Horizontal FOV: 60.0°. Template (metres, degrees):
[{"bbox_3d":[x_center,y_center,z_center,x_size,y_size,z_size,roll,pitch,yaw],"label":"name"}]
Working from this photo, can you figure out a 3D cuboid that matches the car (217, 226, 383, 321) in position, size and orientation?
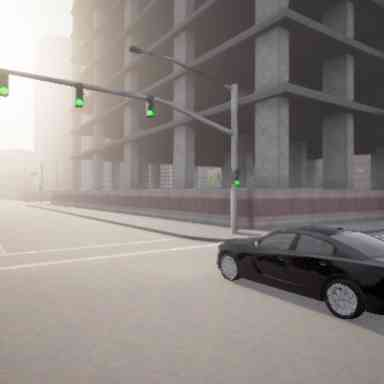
[{"bbox_3d":[2.598,1.504,7.581,1.882,1.535,5.008,0,0,-35],"label":"car"}]
